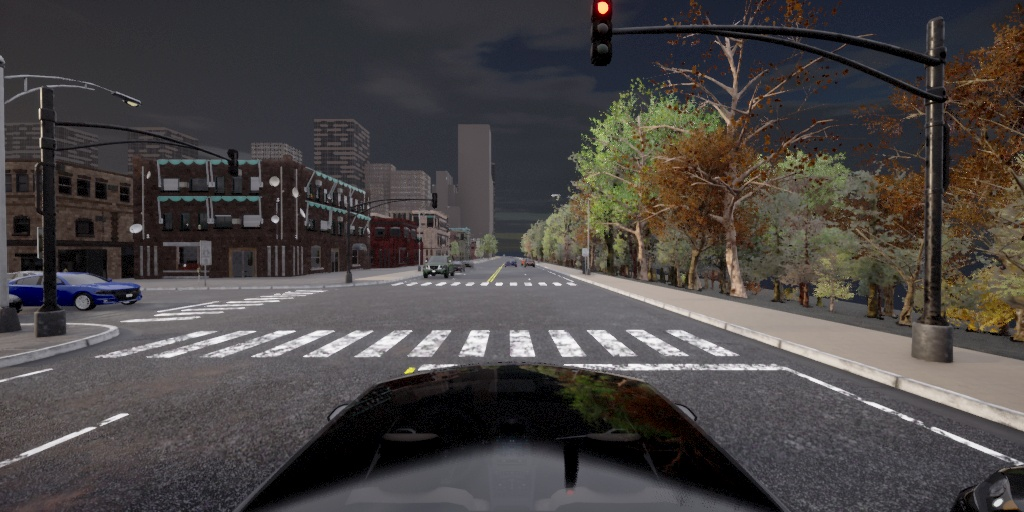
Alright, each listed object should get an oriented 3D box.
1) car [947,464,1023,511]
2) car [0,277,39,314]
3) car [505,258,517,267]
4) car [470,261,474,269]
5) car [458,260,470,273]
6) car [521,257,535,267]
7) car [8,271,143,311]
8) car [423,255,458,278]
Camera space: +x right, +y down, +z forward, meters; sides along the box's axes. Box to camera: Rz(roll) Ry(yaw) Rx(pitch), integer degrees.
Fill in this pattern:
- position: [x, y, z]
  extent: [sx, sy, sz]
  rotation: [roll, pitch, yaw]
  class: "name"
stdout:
- position: [3.364, 1.314, 0.164]
  extent: [1.994, 1.385, 4.181]
  rotation: [0, 0, -1]
  class: "car"
- position: [-20.000, 1.565, 12.480]
  extent: [4.313, 1.339, 1.948]
  rotation: [0, 0, 0]
  class: "car"
- position: [-0.214, 1.078, 63.986]
  extent: [2.097, 1.767, 4.553]
  rotation: [0, 0, 0]
  class: "car"
- position: [-6.852, 1.331, 54.179]
  extent: [1.895, 1.301, 4.718]
  rotation: [0, 0, 0]
  class: "car"
- position: [-6.812, 1.283, 44.049]
  extent: [2.033, 1.411, 5.357]
  rotation: [0, 0, 0]
  class: "car"
- position: [3.041, 1.231, 63.203]
  extent: [1.837, 1.490, 4.892]
  rotation: [0, 0, 0]
  class: "car"
- position: [-18.753, 1.435, 15.196]
  extent: [5.008, 1.535, 1.882]
  rotation: [-1, 1, -1]
  class: "car"
- position: [-6.759, 0.961, 33.663]
  extent: [2.150, 2.045, 5.566]
  rotation: [0, 0, 0]
  class: "car"
